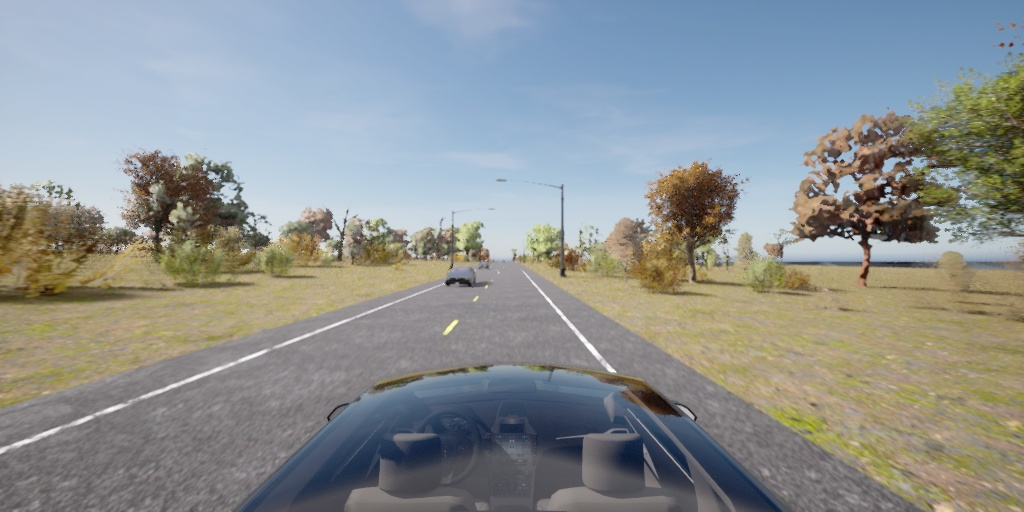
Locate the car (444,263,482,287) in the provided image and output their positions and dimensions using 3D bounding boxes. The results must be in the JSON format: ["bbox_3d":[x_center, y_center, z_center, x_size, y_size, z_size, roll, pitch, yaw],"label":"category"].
[{"bbox_3d":[-3.624,1.449,26.282,2.033,1.411,5.357,0,0,0],"label":"car"}]
